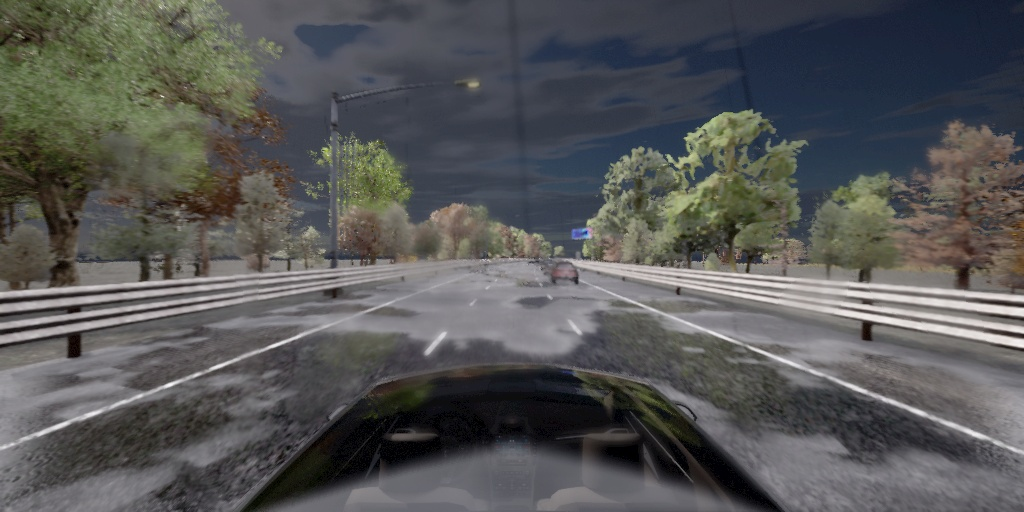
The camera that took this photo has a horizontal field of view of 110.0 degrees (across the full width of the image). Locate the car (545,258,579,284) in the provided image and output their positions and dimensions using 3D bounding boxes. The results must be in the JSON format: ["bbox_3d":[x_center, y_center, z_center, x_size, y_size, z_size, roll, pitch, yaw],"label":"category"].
[{"bbox_3d":[3.854,1.210,27.186,2.033,1.649,4.856,0,0,2],"label":"car"}]

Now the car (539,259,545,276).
[{"bbox_3d":[4.262,1.335,38.056,2.033,1.411,5.357,0,0,3],"label":"car"}]

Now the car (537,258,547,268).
[{"bbox_3d":[4.796,1.307,49.054,1.837,1.490,4.892,1,0,2],"label":"car"}]
